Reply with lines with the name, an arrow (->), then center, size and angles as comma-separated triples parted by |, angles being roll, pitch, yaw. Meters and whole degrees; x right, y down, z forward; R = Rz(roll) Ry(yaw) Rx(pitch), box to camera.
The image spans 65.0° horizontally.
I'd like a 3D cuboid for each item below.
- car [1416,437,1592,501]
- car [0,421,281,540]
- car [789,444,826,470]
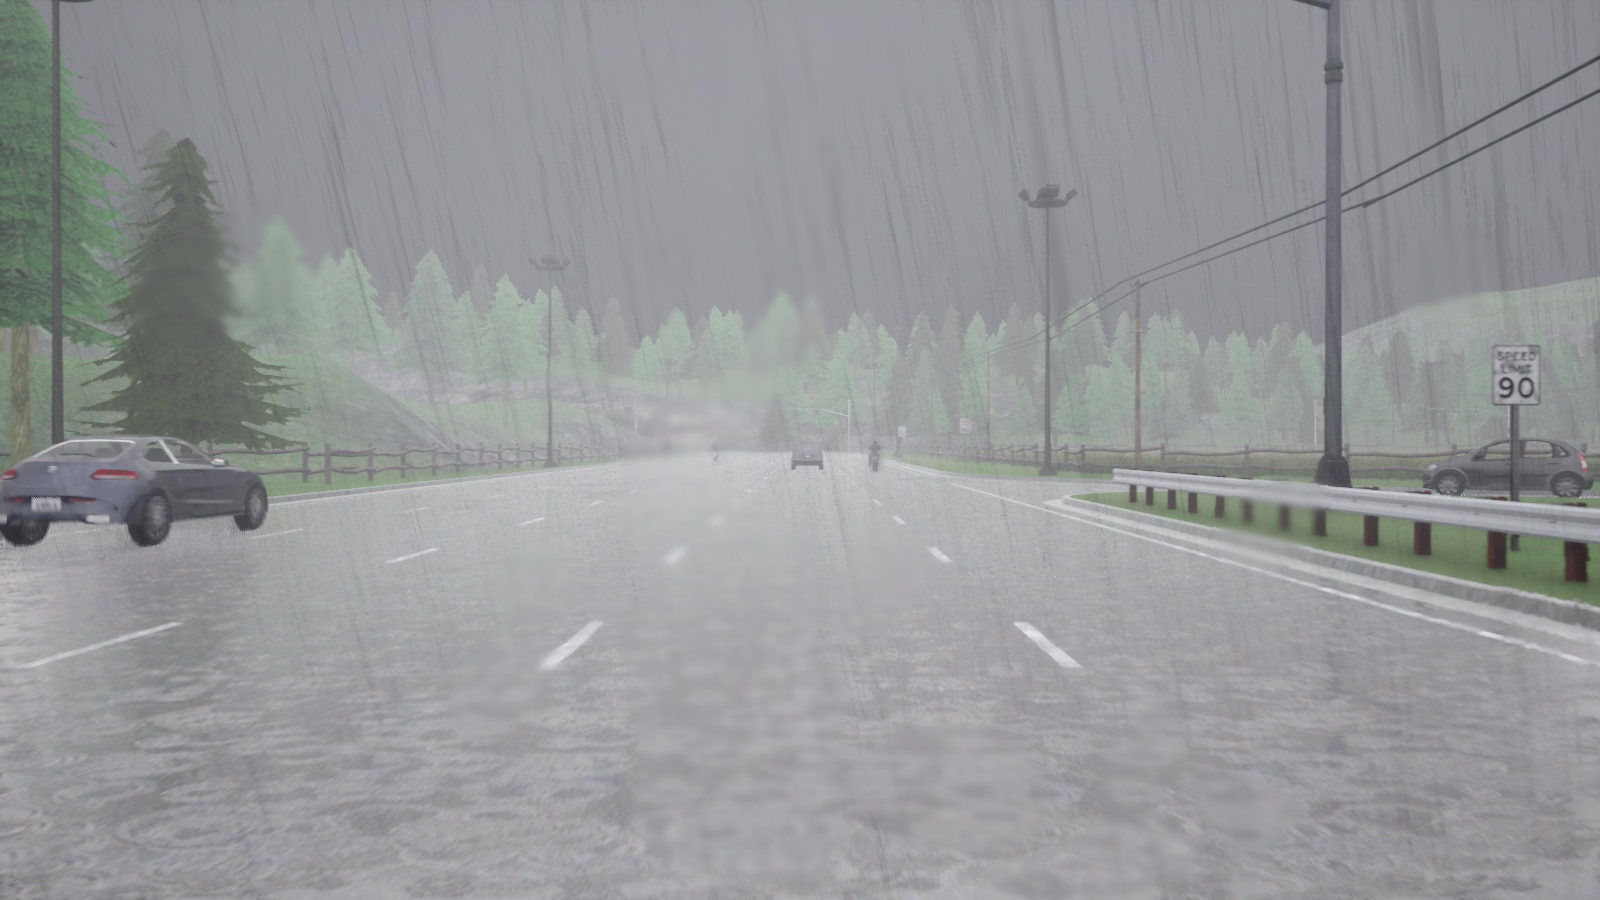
car -> 18.759, 0.470, 33.551 | 3.988, 1.617, 1.851 | 0, 0, 30
car -> -10.372, 0.405, 19.960 | 2.152, 1.651, 5.027 | 0, 0, 0
car -> 0.424, 0.386, 72.456 | 2.033, 1.411, 5.357 | 0, 0, 0
